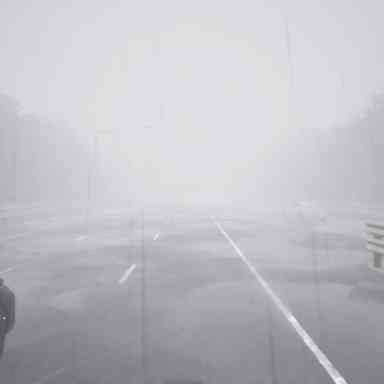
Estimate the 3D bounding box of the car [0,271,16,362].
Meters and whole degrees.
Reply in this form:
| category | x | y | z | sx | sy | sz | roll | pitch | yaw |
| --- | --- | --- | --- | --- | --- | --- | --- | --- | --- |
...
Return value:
| category | x | y | z | sx | sy | sz | roll | pitch | yaw |
| --- | --- | --- | --- | --- | --- | --- | --- | --- | --- |
| car | -3.400 | 1.217 | 2.023 | 2.150 | 2.045 | 5.566 | 0 | 0 | 0 |

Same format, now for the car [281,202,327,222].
| category | x | y | z | sx | sy | sz | roll | pitch | yaw |
| --- | --- | --- | --- | --- | --- | --- | --- | --- | --- |
| car | 8.694 | 1.522 | 25.975 | 1.812 | 1.442 | 4.674 | 0 | 0 | -11 |
